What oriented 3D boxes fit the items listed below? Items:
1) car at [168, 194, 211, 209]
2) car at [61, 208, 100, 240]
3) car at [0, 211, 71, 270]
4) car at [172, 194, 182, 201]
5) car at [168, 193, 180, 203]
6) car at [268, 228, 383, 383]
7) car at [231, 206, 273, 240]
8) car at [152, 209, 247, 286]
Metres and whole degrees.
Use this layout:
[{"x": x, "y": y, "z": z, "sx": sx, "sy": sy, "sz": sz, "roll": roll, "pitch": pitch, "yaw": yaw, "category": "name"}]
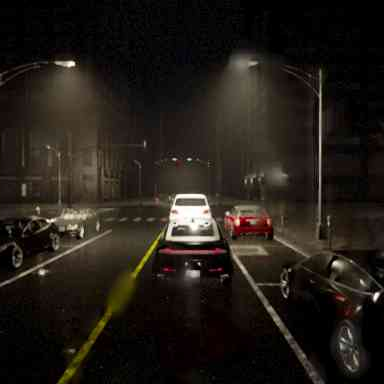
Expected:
[{"x": -0.079, "y": 1.145, "z": 19.180, "sx": 2.150, "sy": 2.045, "sz": 5.566, "roll": 0, "pitch": 0, "yaw": 0, "category": "car"}, {"x": -5.834, "y": 1.484, "z": 16.499, "sx": 2.008, "sy": 1.369, "sz": 4.403, "roll": 0, "pitch": 0, "yaw": 0, "category": "car"}, {"x": -5.808, "y": 1.522, "z": 10.863, "sx": 1.947, "sy": 1.339, "sz": 4.313, "roll": 0, "pitch": 0, "yaw": 0, "category": "car"}, {"x": -3.411, "y": 1.259, "z": 78.235, "sx": 2.128, "sy": 1.511, "sz": 4.902, "roll": 0, "pitch": 0, "yaw": 0, "category": "car"}, {"x": -3.329, "y": 1.126, "z": 63.238, "sx": 2.097, "sy": 1.767, "sz": 4.553, "roll": 0, "pitch": 0, "yaw": 0, "category": "car"}, {"x": 2.742, "y": 1.544, "z": 5.267, "sx": 1.947, "sy": 1.339, "sz": 4.313, "roll": 0, "pitch": 0, "yaw": 0, "category": "car"}, {"x": 2.691, "y": 1.373, "z": 16.539, "sx": 1.967, "sy": 1.590, "sz": 4.097, "roll": 0, "pitch": 0, "yaw": 0, "category": "car"}, {"x": 0.025, "y": 1.454, "z": 9.254, "sx": 2.128, "sy": 1.511, "sz": 4.902, "roll": 0, "pitch": 0, "yaw": 0, "category": "car"}]
